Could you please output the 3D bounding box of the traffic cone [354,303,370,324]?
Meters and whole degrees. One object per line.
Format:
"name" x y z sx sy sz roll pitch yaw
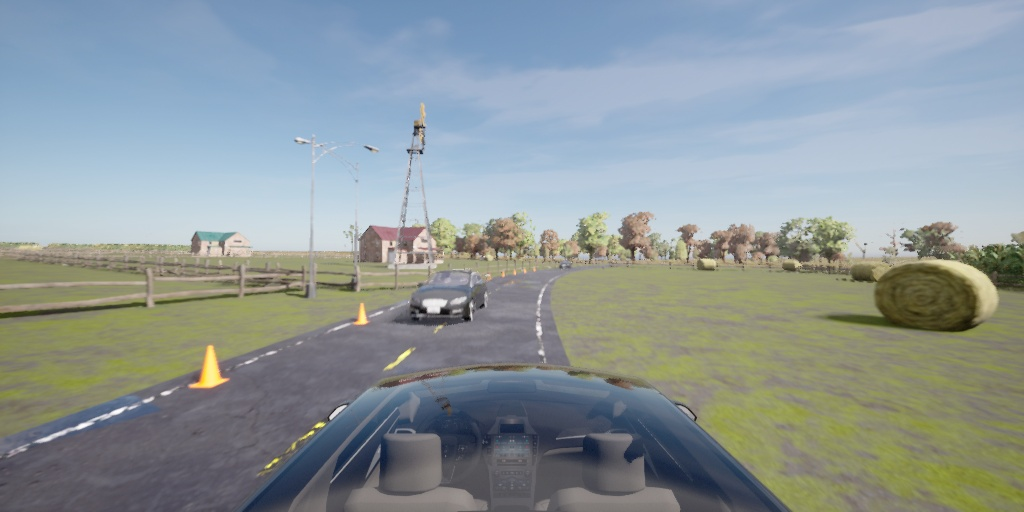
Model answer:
"traffic cone" -4.456 1.688 10.641 0.340 0.580 0.340 0 0 4

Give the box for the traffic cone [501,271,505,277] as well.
"traffic cone" -0.886 1.765 35.757 0.340 0.580 0.340 0 0 13

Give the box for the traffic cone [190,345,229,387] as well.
"traffic cone" -4.686 1.684 5.567 0.340 0.580 0.340 0 0 2

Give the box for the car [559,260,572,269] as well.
"car" 9.295 1.490 62.460 2.128 1.511 4.902 0 0 14

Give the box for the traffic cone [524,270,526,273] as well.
"traffic cone" 1.655 1.827 45.590 0.340 0.580 0.340 0 0 16

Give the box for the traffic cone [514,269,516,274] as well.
"traffic cone" 0.306 1.795 40.694 0.340 0.580 0.340 0 0 14

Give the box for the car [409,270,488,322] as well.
"car" -1.989 1.237 12.402 2.128 1.511 4.902 0 0 4

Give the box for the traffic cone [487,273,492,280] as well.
"traffic cone" -1.920 1.740 30.785 0.340 0.580 0.340 0 0 11
